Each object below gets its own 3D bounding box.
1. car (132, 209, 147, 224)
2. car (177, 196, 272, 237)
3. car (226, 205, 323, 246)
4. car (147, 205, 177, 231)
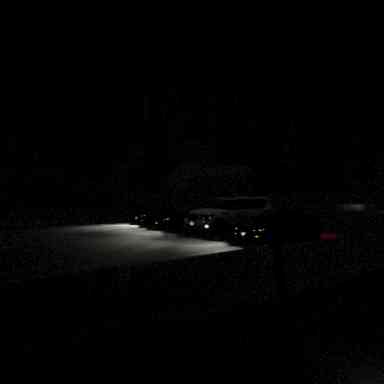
[{"bbox_3d":[-2.183,1.602,23.927,4.181,1.385,1.994,0,0,-35],"label":"car"},{"bbox_3d":[2.241,1.262,18.486,5.566,2.045,2.150,0,0,-35],"label":"car"},{"bbox_3d":[4.149,1.544,15.548,4.892,1.490,1.837,0,0,-35],"label":"car"},{"bbox_3d":[-0.204,1.564,21.041,4.674,1.442,1.812,0,0,-35],"label":"car"}]
